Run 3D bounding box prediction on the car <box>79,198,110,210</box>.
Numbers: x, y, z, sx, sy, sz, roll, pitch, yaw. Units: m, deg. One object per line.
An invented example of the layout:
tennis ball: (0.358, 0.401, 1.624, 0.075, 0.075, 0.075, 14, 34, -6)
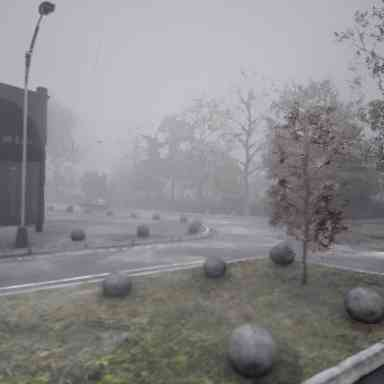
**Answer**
car: (-12.645, 1.538, 43.088, 4.674, 1.442, 1.812, 1, 0, 35)
